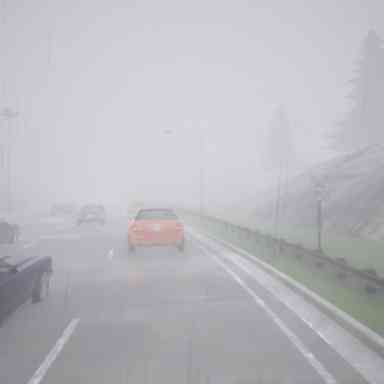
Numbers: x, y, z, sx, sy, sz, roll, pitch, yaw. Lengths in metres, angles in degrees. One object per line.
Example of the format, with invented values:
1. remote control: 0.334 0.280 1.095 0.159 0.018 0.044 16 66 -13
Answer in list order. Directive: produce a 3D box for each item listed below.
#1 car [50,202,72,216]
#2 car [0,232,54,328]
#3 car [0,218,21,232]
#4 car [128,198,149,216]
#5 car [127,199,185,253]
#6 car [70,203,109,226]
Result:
1. car: -12.455 1.646 32.672 1.895 1.301 4.718 0 0 -12
2. car: -3.792 1.620 5.192 1.895 1.301 4.718 0 0 -5
3. car: -8.416 1.588 12.974 2.033 1.411 5.357 0 0 -11
4. car: -5.544 1.476 33.801 1.882 1.535 5.008 0 0 -12
5. car: -1.603 1.347 14.019 2.097 1.767 4.553 0 0 -10
6. car: -7.030 1.567 23.734 2.033 1.411 5.357 0 0 -12
